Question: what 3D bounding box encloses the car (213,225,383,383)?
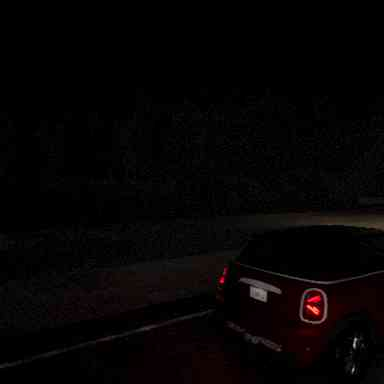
[{"bbox_3d":[2.598,1.353,5.599,4.553,1.767,2.097,0,0,-35],"label":"car"}]
